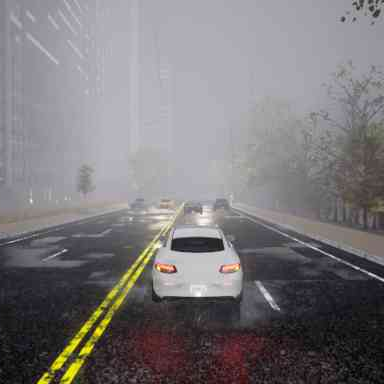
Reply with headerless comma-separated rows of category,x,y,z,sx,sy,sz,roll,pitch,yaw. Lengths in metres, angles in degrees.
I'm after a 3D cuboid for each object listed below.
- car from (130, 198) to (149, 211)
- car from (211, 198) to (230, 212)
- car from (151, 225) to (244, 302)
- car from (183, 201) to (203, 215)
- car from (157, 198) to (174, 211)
car,-6.482,1.497,41.509,1.837,1.490,4.892,0,0,0
car,3.368,1.501,39.413,1.837,1.490,4.892,0,0,0
car,0.103,1.525,8.112,1.812,1.442,4.674,0,0,0
car,0.116,1.598,33.837,1.895,1.301,4.718,0,0,0
car,-3.232,1.520,41.507,1.882,1.535,5.008,0,0,0
